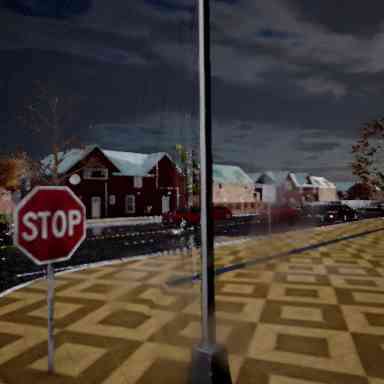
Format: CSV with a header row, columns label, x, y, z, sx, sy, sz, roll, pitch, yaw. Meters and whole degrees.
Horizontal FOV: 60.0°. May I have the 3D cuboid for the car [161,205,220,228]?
label,x,y,z,sx,sy,sz,roll,pitch,yaw
car,-0.257,1.917,26.372,1.882,1.535,5.008,-1,-2,43

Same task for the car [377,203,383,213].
label,x,y,z,sx,sy,sz,roll,pitch,yaw
car,28.245,2.277,46.842,2.033,1.411,5.357,-1,-2,43

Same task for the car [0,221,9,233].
label,x,y,z,sx,sy,sz,roll,pitch,yaw
car,-12.793,1.947,18.054,4.718,1.301,1.895,1,-2,-42

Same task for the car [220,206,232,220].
label,x,y,z,sx,sy,sz,roll,pitch,yaw
car,2.210,2.104,33.723,1.812,1.442,4.674,-1,-2,43

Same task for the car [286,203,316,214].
label,x,y,z,sx,sy,sz,roll,pitch,yaw
car,15.734,2.327,47.927,2.128,1.511,4.902,-1,-2,43

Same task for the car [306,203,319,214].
label,x,y,z,sx,sy,sz,roll,pitch,yaw
car,17.502,2.288,45.075,2.033,1.411,5.357,-1,-2,44

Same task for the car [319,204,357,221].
label,x,y,z,sx,sy,sz,roll,pitch,yaw
car,14.394,1.982,32.148,1.837,1.490,4.892,-1,-2,43

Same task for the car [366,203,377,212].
label,x,y,z,sx,sy,sz,roll,pitch,yaw
car,29.104,2.400,52.487,2.033,1.411,5.357,-1,-2,43

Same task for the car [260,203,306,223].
label,x,y,z,sx,sy,sz,roll,pitch,yaw
car,8.119,1.822,30.232,2.097,1.767,4.553,-1,-2,43
